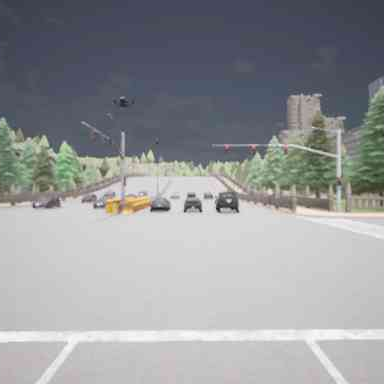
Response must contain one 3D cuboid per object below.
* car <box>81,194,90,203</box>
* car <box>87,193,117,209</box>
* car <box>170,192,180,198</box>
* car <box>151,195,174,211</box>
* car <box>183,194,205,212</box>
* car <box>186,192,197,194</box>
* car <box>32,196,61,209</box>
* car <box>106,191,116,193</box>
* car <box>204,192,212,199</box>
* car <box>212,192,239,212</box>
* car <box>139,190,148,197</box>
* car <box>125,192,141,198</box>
[{"bbox_3d":[-17.581,1.148,57.295,1.837,1.490,4.892,0,1,0],"label":"car"},{"bbox_3d":[-10.585,1.268,40.333,2.128,1.511,4.902,0,0,0],"label":"car"},{"bbox_3d":[-3.609,0.548,71.270,1.895,1.301,4.718,0,5,0],"label":"car"},{"bbox_3d":[-3.394,1.360,36.715,1.994,1.385,4.181,0,0,0],"label":"car"},{"bbox_3d":[0.107,1.304,36.172,1.837,1.490,4.892,0,0,0],"label":"car"},{"bbox_3d":[-0.093,0.643,68.354,1.882,1.535,5.008,0,4,0],"label":"car"},{"bbox_3d":[-17.583,1.268,40.351,2.128,1.511,4.902,0,0,0],"label":"car"},{"bbox_3d":[-17.612,0.390,71.780,1.994,1.385,4.181,0,4,0],"label":"car"},{"bbox_3d":[3.407,0.691,68.376,1.812,1.442,4.674,0,4,0],"label":"car"},{"bbox_3d":[3.607,1.025,35.225,2.150,2.045,5.566,0,0,0],"label":"car"},{"bbox_3d":[-10.614,0.327,72.197,2.128,1.511,4.902,0,4,0],"label":"car"},{"bbox_3d":[-10.586,1.151,57.242,1.837,1.490,4.892,0,1,0],"label":"car"}]
